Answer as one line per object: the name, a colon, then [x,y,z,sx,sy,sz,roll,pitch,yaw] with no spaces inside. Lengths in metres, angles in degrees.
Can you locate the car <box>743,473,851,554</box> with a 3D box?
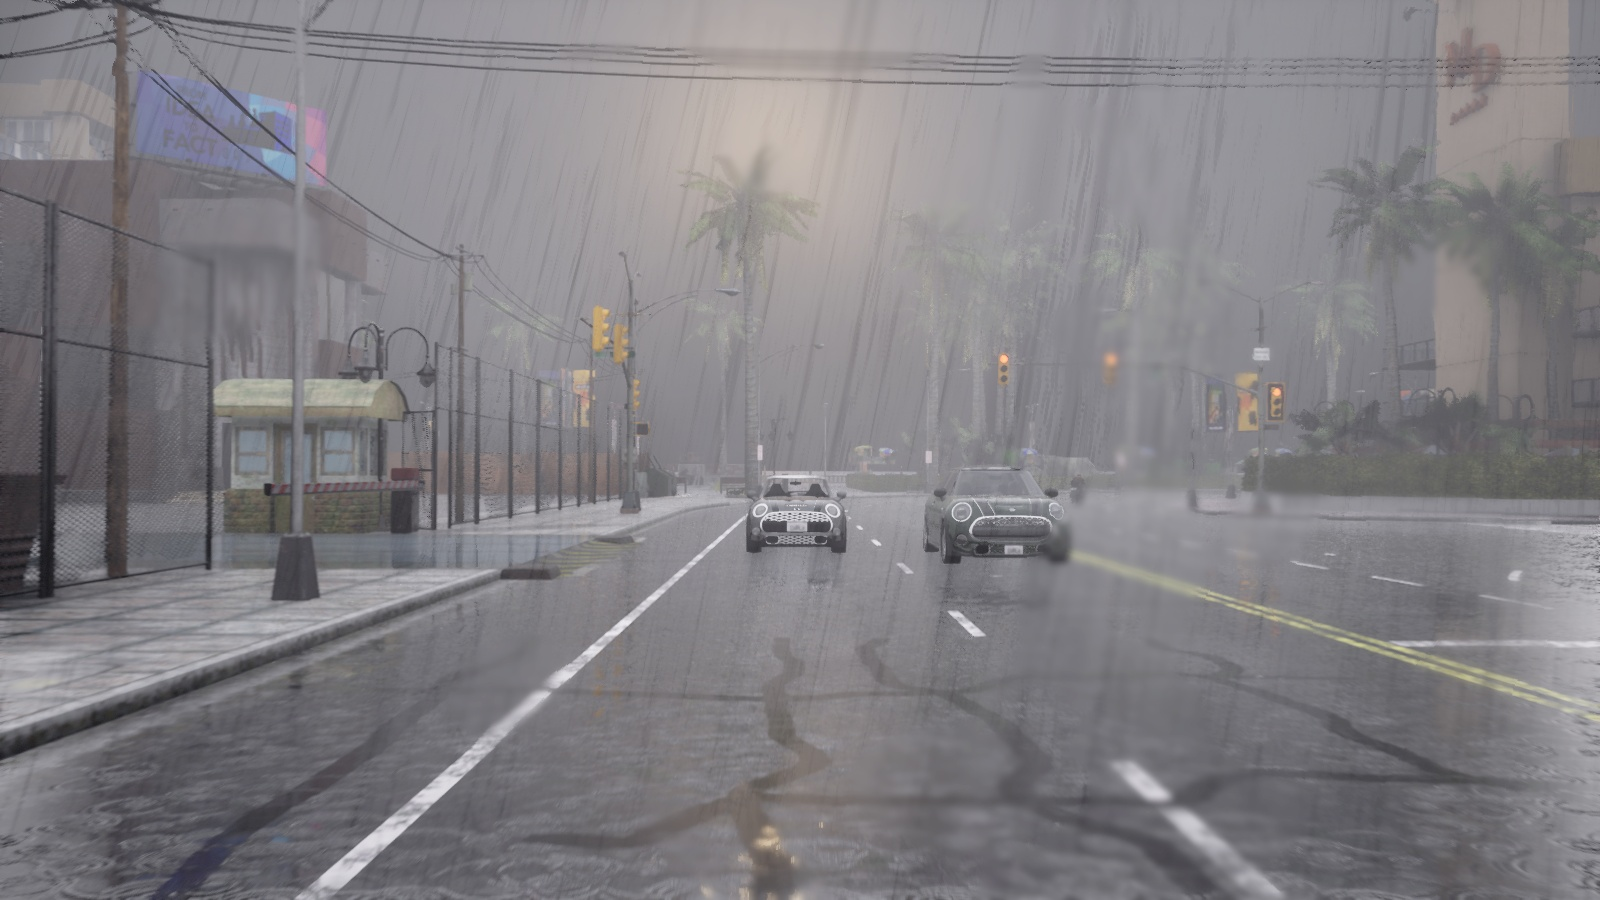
car: [-0.061,1.197,24.939,1.970,1.475,3.806,0,-1,0]

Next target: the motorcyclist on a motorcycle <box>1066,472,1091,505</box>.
motorcyclist on a motorcycle: [13.115,1.784,59.052,0.866,1.530,2.191,0,-1,21]

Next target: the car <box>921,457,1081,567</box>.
car: [3.445,1.034,22.427,2.097,1.767,4.553,0,-1,0]
